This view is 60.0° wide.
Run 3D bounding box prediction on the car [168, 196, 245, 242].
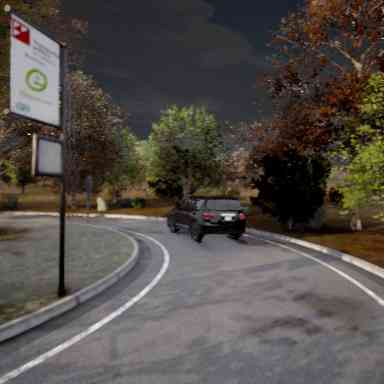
[{"bbox_3d":[0.539,1.192,16.544,2.150,2.045,5.566,1,0,-21],"label":"car"}]
